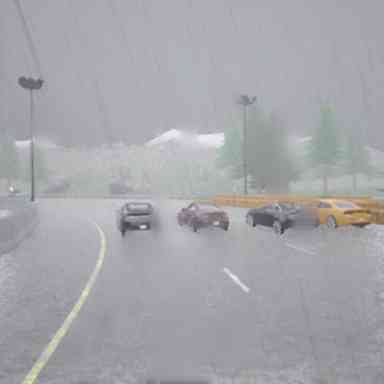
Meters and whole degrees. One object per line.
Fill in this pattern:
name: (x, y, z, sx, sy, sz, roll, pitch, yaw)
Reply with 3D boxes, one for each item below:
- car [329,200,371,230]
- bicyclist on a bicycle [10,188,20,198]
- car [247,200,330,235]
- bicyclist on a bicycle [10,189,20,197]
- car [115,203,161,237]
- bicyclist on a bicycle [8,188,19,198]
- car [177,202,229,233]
car: (7.675, 1.160, 18.810, 1.882, 1.535, 5.008, 0, 1, -16)
bicyclist on a bicycle: (-37.474, 0.219, 70.611, 0.582, 1.620, 1.656, -1, -22, 16)
car: (4.506, 1.226, 17.215, 2.128, 1.511, 4.902, -1, 1, -16)
bicyclist on a bicycle: (-36.930, 0.222, 70.431, 0.582, 1.620, 1.656, 1, -20, 17)
car: (-2.820, 1.286, 16.967, 2.128, 1.511, 4.902, -1, 1, -16)
bicyclist on a bicycle: (-37.965, 0.220, 70.766, 0.582, 1.620, 1.656, 1, -22, 17)
car: (0.516, 1.277, 18.024, 1.812, 1.442, 4.674, -1, 1, -16)
